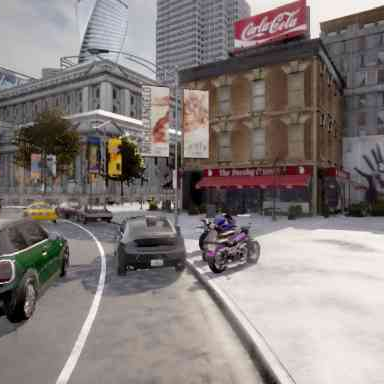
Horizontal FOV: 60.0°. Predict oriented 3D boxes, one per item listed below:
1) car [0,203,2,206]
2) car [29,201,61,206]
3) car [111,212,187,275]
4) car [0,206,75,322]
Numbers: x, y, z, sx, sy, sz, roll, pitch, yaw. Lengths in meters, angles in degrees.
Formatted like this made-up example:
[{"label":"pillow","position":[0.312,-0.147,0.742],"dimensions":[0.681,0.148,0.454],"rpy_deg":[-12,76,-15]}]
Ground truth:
[{"label":"car","position":[-23.229,1.484,37.645],"dimensions":[4.892,1.490,1.837],"rpy_deg":[0,-1,39]},{"label":"car","position":[-11.327,1.448,24.588],"dimensions":[1.801,1.575,5.366],"rpy_deg":[0,0,-32]},{"label":"car","position":[-1.487,1.504,10.572],"dimensions":[1.837,1.490,4.892],"rpy_deg":[0,0,-15]},{"label":"car","position":[-4.127,1.349,7.238],"dimensions":[2.097,1.767,4.553],"rpy_deg":[0,0,-10]}]
